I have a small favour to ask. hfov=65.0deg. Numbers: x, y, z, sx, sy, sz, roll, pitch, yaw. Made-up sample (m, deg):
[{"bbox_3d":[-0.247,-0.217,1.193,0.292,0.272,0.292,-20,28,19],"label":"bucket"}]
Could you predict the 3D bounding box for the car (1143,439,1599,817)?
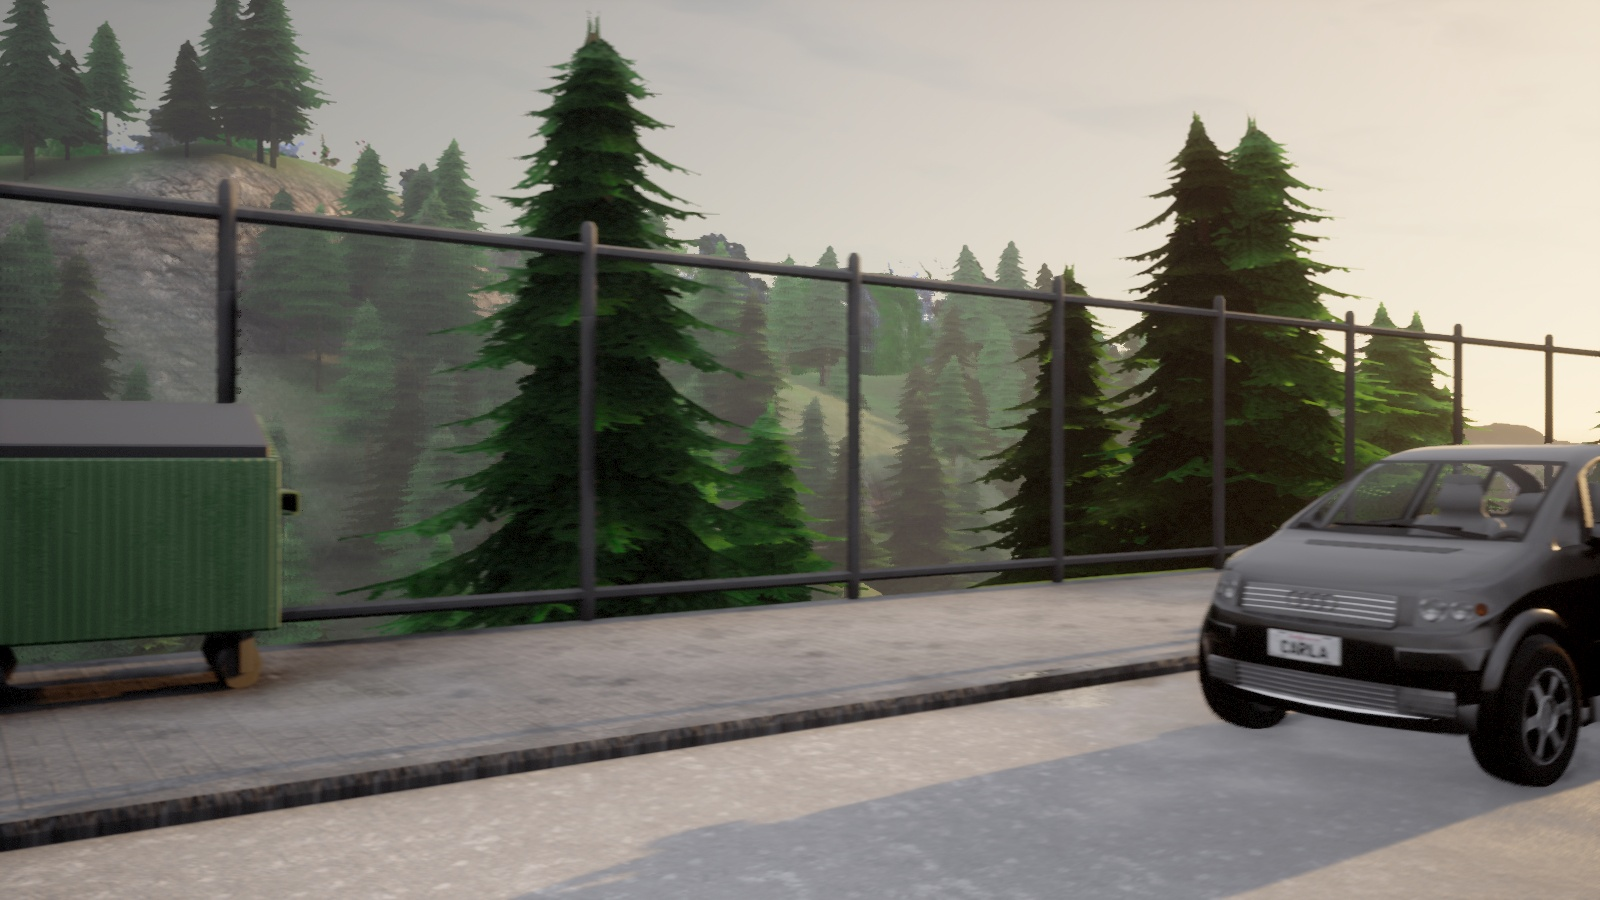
[{"bbox_3d":[3.837,0.732,6.938,3.705,1.549,1.789,0,0,-35],"label":"car"}]
